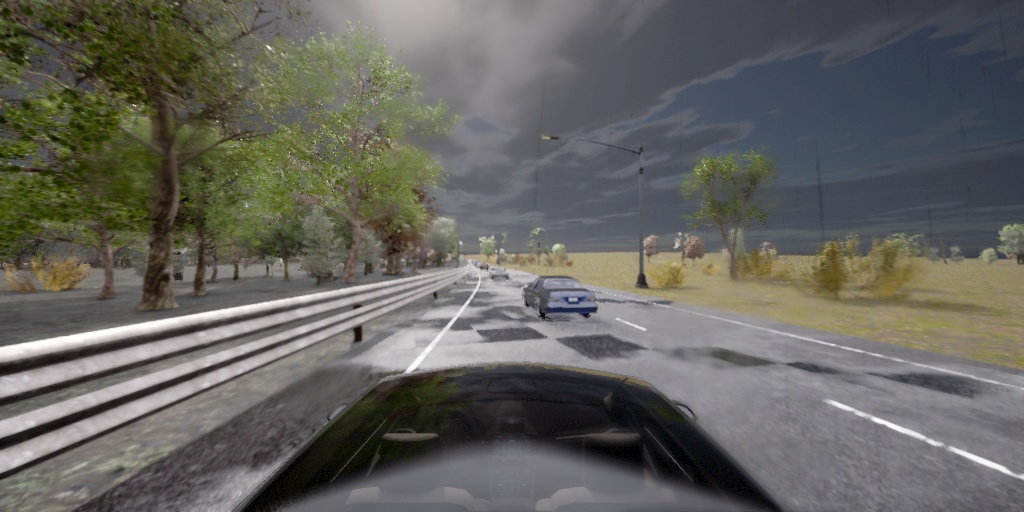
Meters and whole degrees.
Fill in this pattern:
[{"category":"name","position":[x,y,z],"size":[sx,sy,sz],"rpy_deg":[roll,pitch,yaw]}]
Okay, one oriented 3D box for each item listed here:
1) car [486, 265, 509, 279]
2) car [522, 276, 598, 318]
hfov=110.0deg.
[{"category":"car","position":[-1.501,1.869,39.701],"size":[1.895,1.301,4.718],"rpy_deg":[0,-1,-7]},{"category":"car","position":[1.632,1.465,13.859],"size":[2.033,1.411,5.357],"rpy_deg":[0,-1,-7]}]
